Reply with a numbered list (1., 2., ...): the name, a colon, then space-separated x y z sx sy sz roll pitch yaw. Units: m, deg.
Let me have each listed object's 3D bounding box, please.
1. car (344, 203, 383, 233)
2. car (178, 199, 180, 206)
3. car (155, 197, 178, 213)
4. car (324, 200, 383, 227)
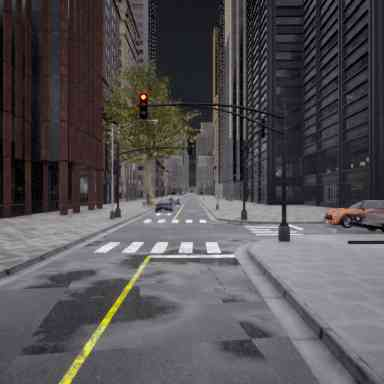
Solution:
1. car: 11.538 1.492 18.082 5.357 1.411 2.033 0 0 0
2. car: -3.038 1.562 56.013 1.812 1.442 4.674 0 0 0
3. car: -3.071 1.556 37.788 2.033 1.411 5.357 0 0 0
4. car: 10.860 1.311 21.182 4.553 1.767 2.097 0 0 0
